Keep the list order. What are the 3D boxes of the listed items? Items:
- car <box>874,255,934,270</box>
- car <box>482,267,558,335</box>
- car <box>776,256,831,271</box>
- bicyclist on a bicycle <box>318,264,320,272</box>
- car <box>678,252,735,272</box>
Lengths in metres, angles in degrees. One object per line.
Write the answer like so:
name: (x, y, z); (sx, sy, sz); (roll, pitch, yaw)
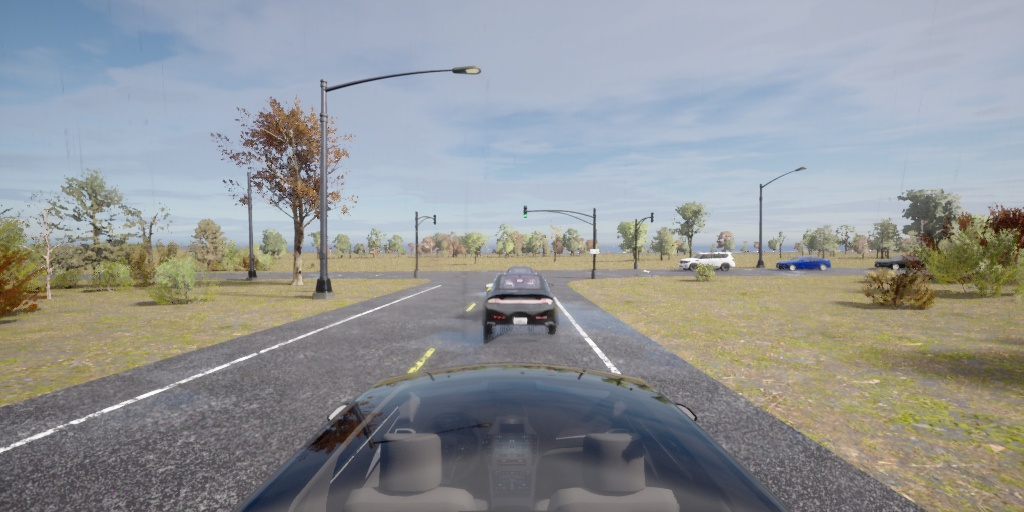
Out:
car: (41.568, 0.671, 38.012); (5.008, 1.535, 1.882); (-1, 1, 5)
car: (0.229, 1.235, 10.463); (2.128, 1.511, 4.902); (0, 0, 1)
car: (31.545, 0.776, 38.908); (5.008, 1.535, 1.882); (-1, 1, 5)
bicyclist on a bicycle: (-25.343, 1.326, 47.868); (0.582, 1.620, 1.656); (-1, 0, 5)
car: (21.548, 0.629, 39.791); (5.566, 2.045, 2.150); (-1, 1, 5)
